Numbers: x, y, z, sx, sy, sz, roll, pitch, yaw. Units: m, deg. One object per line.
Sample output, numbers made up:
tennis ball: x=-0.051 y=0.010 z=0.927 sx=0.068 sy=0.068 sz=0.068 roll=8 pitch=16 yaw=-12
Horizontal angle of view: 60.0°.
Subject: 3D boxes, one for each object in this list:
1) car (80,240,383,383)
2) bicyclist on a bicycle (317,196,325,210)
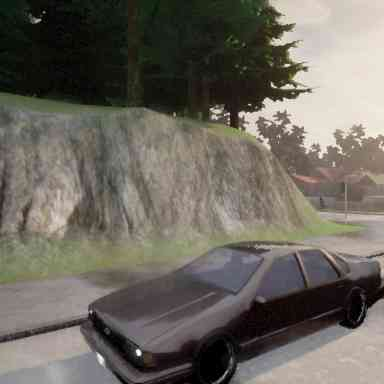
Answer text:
car: x=1.106 y=1.547 z=5.404 sx=5.357 sy=1.411 sz=2.033 roll=0 pitch=0 yaw=-36
bicyclist on a bicycle: x=15.522 y=1.349 z=39.962 sx=1.656 sy=1.620 sz=0.582 roll=0 pitch=0 yaw=-36
